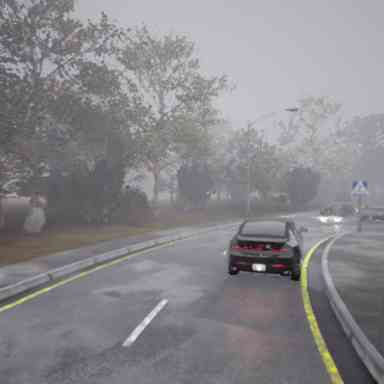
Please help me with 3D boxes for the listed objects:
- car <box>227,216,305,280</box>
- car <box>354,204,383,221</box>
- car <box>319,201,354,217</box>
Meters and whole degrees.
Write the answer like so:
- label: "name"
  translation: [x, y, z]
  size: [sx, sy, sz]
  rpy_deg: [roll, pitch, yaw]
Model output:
- label: "car"
  translation: [2.358, 1.492, 10.090]
  size: [1.837, 1.490, 4.892]
  rpy_deg: [0, 1, 19]
- label: "car"
  translation: [14.897, 1.613, 26.407]
  size: [1.895, 1.301, 4.718]
  rpy_deg: [1, 1, 44]
- label: "car"
  translation: [13.478, 1.534, 30.848]
  size: [1.994, 1.385, 4.181]
  rpy_deg: [1, 0, 44]
